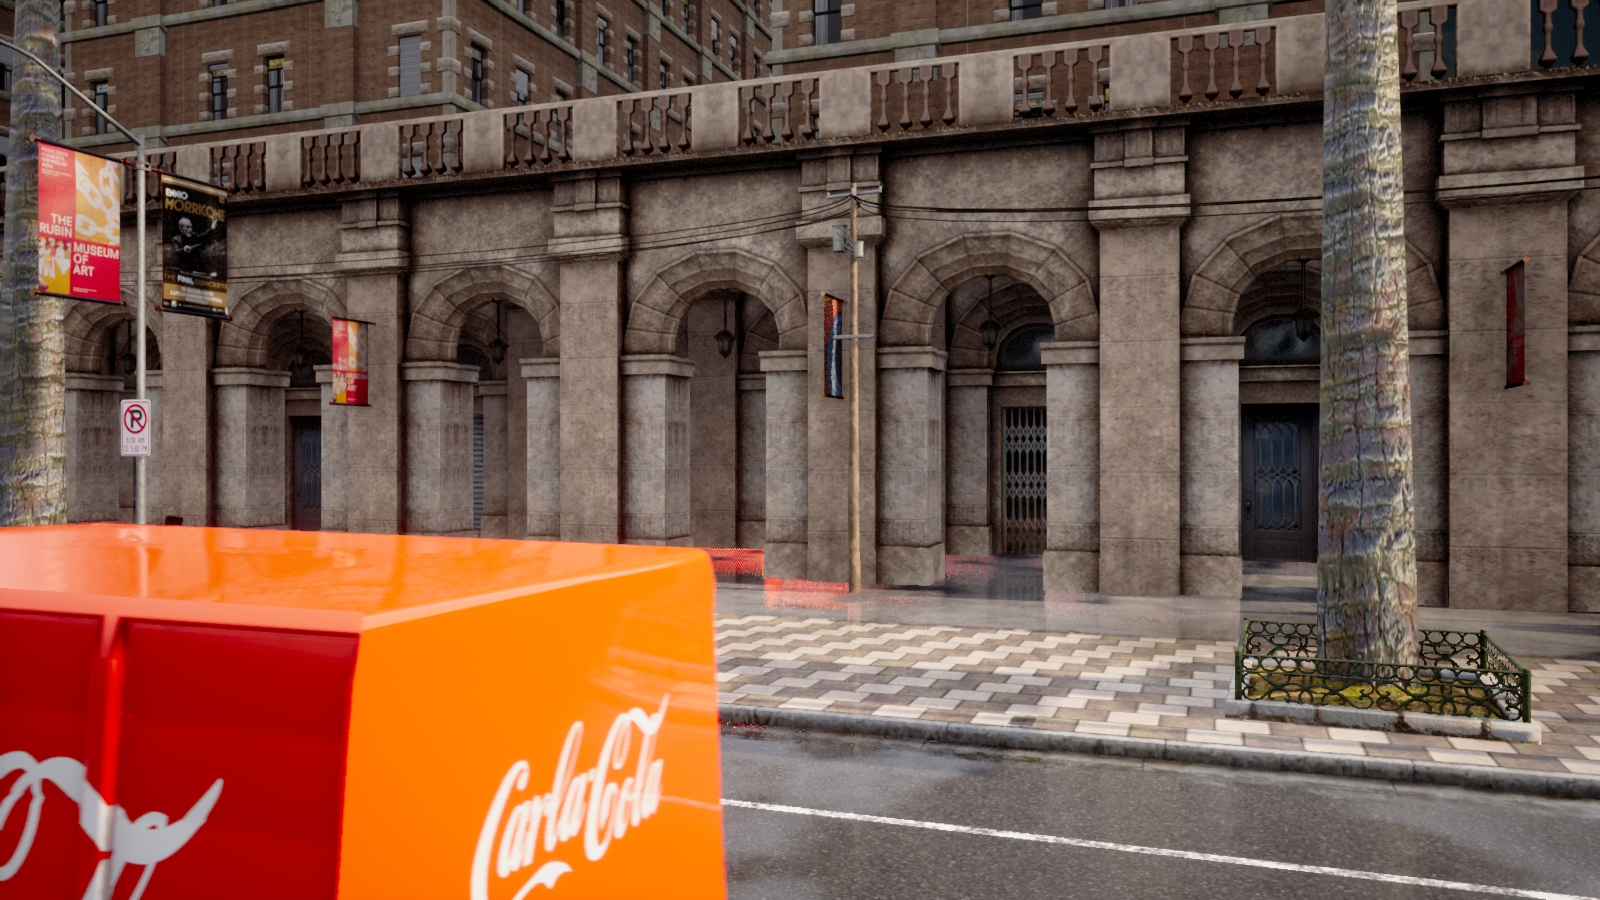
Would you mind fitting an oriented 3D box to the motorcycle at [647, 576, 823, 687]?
[{"bbox_3d":[-0.803,2.215,14.150,2.033,1.145,0.803,0,0,20],"label":"motorcycle"}]

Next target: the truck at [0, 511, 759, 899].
[{"bbox_3d":[-3.067,1.570,4.415,5.204,2.467,2.627,0,0,20],"label":"truck"}]
